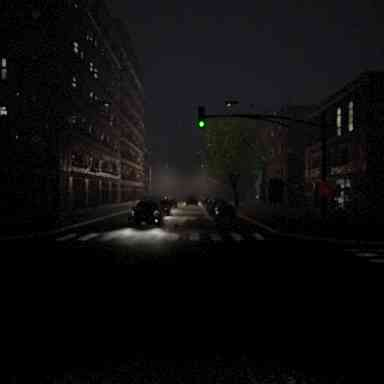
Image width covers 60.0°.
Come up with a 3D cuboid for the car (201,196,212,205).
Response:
[{"bbox_3d":[2.686,1.516,61.806,1.967,1.590,4.097,0,0,0],"label":"car"}]

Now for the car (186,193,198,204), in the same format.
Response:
[{"bbox_3d":[-0.002,1.312,64.845,2.150,2.045,5.566,0,0,0],"label":"car"}]

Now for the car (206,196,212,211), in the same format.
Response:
[{"bbox_3d":[2.688,1.467,33.322,1.967,1.590,4.097,0,0,0],"label":"car"}]

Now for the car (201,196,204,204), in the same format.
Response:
[{"bbox_3d":[2.687,1.614,56.109,2.008,1.369,4.403,0,0,0],"label":"car"}]

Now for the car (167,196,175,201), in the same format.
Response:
[{"bbox_3d":[-5.696,1.694,90.291,1.887,1.381,4.507,0,0,0],"label":"car"}]

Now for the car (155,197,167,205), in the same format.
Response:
[{"bbox_3d":[-5.694,1.642,61.807,1.947,1.339,4.313,0,0,0],"label":"car"}]

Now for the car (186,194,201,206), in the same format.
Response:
[{"bbox_3d":[-0.001,1.538,54.397,1.882,1.535,5.008,0,0,0],"label":"car"}]

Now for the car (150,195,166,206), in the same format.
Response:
[{"bbox_3d":[-5.694,1.379,56.110,2.192,1.841,5.009,0,0,0],"label":"car"}]

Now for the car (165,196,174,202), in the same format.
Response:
[{"bbox_3d":[-5.696,1.659,84.424,1.752,1.417,4.829,0,0,0],"label":"car"}]

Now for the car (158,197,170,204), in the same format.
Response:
[{"bbox_3d":[-5.695,1.640,67.503,2.008,1.369,4.403,0,0,0],"label":"car"}]

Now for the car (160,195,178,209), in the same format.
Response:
[{"bbox_3d":[-3.070,1.540,47.435,2.128,1.511,4.902,0,0,0],"label":"car"}]

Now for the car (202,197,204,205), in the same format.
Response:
[{"bbox_3d":[2.687,1.625,44.716,1.802,1.307,4.206,0,0,0],"label":"car"}]

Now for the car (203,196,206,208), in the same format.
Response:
[{"bbox_3d":[2.687,1.475,39.018,1.967,1.590,4.097,0,0,0],"label":"car"}]

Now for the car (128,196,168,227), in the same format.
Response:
[{"bbox_3d":[-3.064,1.366,23.100,2.097,1.767,4.553,0,0,0],"label":"car"}]

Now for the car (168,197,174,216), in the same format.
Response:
[{"bbox_3d":[-3.091,1.553,33.239,1.812,1.442,4.674,0,0,0],"label":"car"}]

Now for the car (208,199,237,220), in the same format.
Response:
[{"bbox_3d":[2.689,1.571,27.625,2.008,1.369,4.403,0,0,0],"label":"car"}]

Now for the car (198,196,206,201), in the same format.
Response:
[{"bbox_3d":[2.685,1.700,90.289,2.008,1.369,4.403,0,0,0],"label":"car"}]

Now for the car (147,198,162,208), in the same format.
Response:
[{"bbox_3d":[-5.694,1.635,50.413,1.802,1.307,4.206,0,0,0],"label":"car"}]
